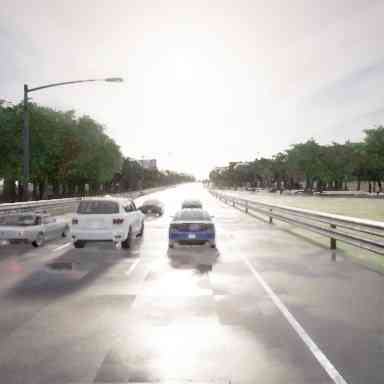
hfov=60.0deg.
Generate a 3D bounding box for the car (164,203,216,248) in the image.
[{"bbox_3d":[0.000,1.458,14.647,1.882,1.535,5.008,0,0,0],"label":"car"}]

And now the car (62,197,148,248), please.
[{"bbox_3d":[-3.500,1.230,14.676,2.150,2.045,5.566,0,0,0],"label":"car"}]

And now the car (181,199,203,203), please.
[{"bbox_3d":[-0.001,1.322,29.641,1.882,1.535,5.008,0,1,0],"label":"car"}]

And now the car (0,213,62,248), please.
[{"bbox_3d":[-7.000,1.589,14.678,1.895,1.301,4.718,0,0,0],"label":"car"}]

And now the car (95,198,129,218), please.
[{"bbox_3d":[-7.000,1.354,29.642,1.837,1.490,4.892,0,1,0],"label":"car"}]

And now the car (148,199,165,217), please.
[{"bbox_3d":[-3.501,1.371,29.642,1.812,1.442,4.674,0,1,0],"label":"car"}]
